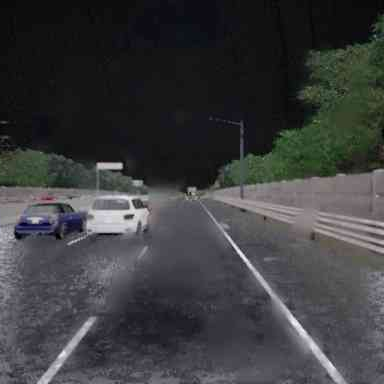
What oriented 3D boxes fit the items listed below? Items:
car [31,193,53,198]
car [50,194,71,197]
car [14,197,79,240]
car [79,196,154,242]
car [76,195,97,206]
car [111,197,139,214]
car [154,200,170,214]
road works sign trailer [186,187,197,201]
[{"bbox_3d":[-24.522,1.122,54.691,2.150,2.045,5.566,0,0,1],"label":"car"},{"bbox_3d":[-21.030,1.404,54.964,1.837,1.490,4.892,0,0,0],"label":"car"},{"bbox_3d":[-6.895,1.309,16.757,2.097,1.767,4.553,0,0,0],"label":"car"},{"bbox_3d":[-3.395,1.180,16.203,2.150,2.045,5.566,0,0,0],"label":"car"},{"bbox_3d":[-17.530,1.379,55.393,1.882,1.535,5.008,0,0,1],"label":"car"},{"bbox_3d":[-6.891,1.389,34.833,1.882,1.535,5.008,0,0,0],"label":"car"},{"bbox_3d":[-3.391,1.477,34.009,1.994,1.385,4.181,0,0,0],"label":"car"},{"bbox_3d":[0.026,0.439,86.275,2.380,3.560,2.880,0,0,0],"label":"road works sign trailer"}]
